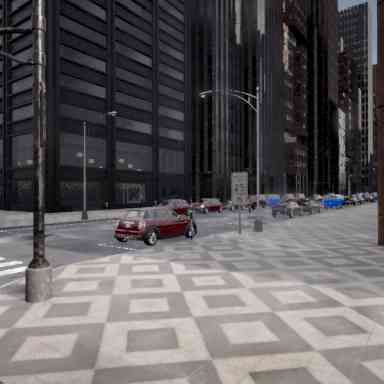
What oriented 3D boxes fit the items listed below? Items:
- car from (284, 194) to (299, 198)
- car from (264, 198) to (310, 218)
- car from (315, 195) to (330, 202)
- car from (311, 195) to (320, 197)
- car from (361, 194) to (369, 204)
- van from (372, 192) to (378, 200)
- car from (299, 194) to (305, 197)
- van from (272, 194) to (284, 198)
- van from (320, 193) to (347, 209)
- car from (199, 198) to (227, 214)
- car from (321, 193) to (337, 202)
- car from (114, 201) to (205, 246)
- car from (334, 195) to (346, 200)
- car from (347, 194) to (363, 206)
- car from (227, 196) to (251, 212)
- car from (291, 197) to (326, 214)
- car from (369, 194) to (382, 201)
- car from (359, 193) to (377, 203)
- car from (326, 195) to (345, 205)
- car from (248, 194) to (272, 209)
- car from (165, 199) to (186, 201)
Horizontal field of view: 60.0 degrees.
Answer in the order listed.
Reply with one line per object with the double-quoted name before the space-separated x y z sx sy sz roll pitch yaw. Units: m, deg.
"car" 14.498 1.210 52.053 2.192 1.841 5.009 0 0 36
"car" 8.337 1.463 28.872 2.008 1.369 4.403 0 0 36
"car" 27.593 1.406 70.274 2.008 1.369 4.403 0 0 36
"car" 24.319 1.305 65.719 1.967 1.590 4.097 0 0 36
"car" 27.978 1.409 56.201 1.947 1.339 4.313 0 0 36
"van" 37.797 1.157 69.865 1.690 1.788 3.998 0 0 36
"car" 17.771 1.199 56.607 2.192 1.841 5.009 0 0 36
"van" 11.224 1.247 47.497 1.690 1.788 3.998 0 0 36
"van" 18.157 1.216 42.536 1.690 1.788 3.998 0 0 36
"car" 1.404 1.383 33.832 1.967 1.590 4.097 0 0 36
"car" 30.866 1.162 74.829 2.192 1.841 5.009 0 0 36
"car" -1.483 1.393 15.208 1.967 1.590 4.097 0 0 36
"car" 37.414 1.396 83.939 1.947 1.339 4.313 0 0 36
"car" 24.704 1.419 51.646 1.947 1.339 4.313 0 0 36
"car" 4.678 1.481 38.388 2.008 1.369 4.403 0 0 36
"car" 11.611 1.465 33.427 1.947 1.339 4.313 0 0 36
"car" 41.071 1.247 74.420 1.967 1.590 4.097 0 0 36
"car" 34.525 1.370 65.311 1.887 1.381 4.507 0 0 36
"car" 23.805 1.337 54.958 1.882 1.535 5.008 0 0 35
"car" 7.951 1.233 42.943 2.192 1.841 5.009 0 0 36
"car" -1.870 1.396 29.277 1.967 1.590 4.097 0 0 36
